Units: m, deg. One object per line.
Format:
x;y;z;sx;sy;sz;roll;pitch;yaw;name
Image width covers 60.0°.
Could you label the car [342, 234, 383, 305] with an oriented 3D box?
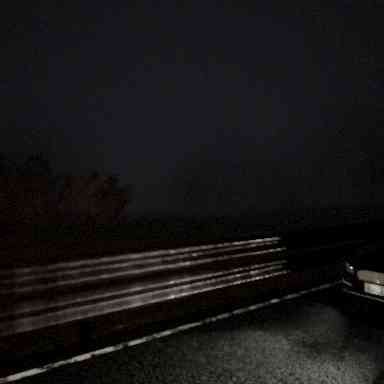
5.228;1.443;7.295;4.902;1.511;2.128;0;0;-36;car
